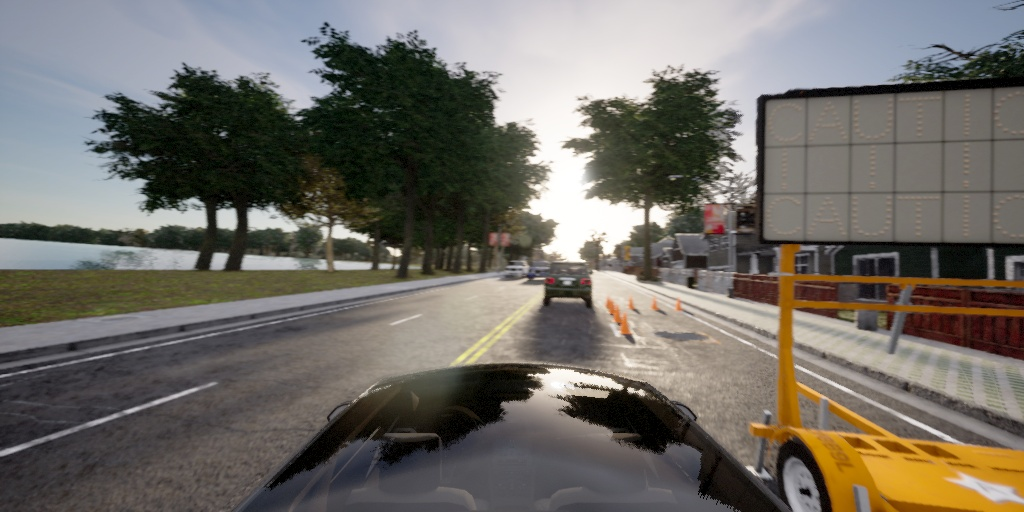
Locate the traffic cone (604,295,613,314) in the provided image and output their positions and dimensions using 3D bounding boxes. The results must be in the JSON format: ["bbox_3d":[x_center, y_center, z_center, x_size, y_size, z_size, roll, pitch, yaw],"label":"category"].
[{"bbox_3d":[3.956,1.977,14.230,0.340,0.580,0.340,0,0,10],"label":"traffic cone"}]

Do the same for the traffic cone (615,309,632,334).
[{"bbox_3d":[3.234,1.907,10.296,0.340,0.580,0.340,0,0,10],"label":"traffic cone"}]

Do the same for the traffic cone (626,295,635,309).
[{"bbox_3d":[5.299,2.036,16.017,0.340,0.580,0.340,0,0,10],"label":"traffic cone"}]

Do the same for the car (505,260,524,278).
[{"bbox_3d":[0.636,1.555,42.916,2.150,2.045,5.566,1,-1,10],"label":"car"}]

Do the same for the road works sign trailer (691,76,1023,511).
[{"bbox_3d":[3.323,0.323,3.157,2.380,3.560,2.880,0,0,11],"label":"road works sign trailer"}]

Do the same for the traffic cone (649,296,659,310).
[{"bbox_3d":[6.282,2.059,15.836,0.340,0.580,0.340,0,0,10],"label":"traffic cone"}]

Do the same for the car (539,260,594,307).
[{"bbox_3d":[2.799,1.257,17.660,2.150,2.045,5.566,1,-1,10],"label":"car"}]

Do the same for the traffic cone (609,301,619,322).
[{"bbox_3d":[3.595,1.942,12.263,0.340,0.580,0.340,0,0,10],"label":"traffic cone"}]

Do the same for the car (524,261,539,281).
[{"bbox_3d":[2.983,1.538,37.701,2.150,2.045,5.566,1,-1,10],"label":"car"}]

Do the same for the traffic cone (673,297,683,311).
[{"bbox_3d":[7.263,2.083,15.656,0.340,0.580,0.340,0,0,11],"label":"traffic cone"}]
